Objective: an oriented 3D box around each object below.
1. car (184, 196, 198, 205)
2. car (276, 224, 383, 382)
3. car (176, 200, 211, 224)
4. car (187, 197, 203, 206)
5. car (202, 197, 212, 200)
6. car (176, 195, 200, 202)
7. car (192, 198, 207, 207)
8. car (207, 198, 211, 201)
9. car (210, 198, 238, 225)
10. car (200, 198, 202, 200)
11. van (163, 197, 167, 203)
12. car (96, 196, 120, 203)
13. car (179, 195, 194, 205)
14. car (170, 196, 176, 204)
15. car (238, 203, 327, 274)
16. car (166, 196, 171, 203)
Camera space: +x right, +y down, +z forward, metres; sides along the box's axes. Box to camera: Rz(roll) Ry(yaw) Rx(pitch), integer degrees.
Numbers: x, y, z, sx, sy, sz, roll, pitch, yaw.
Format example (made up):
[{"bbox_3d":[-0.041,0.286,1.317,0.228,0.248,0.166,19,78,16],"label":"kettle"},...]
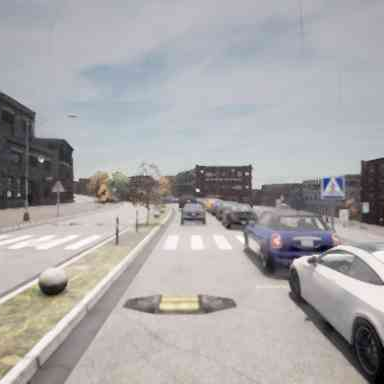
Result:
[{"bbox_3d":[-0.312,1.673,66.006,2.185,1.767,4.553,0,-1,-9],"label":"car"},{"bbox_3d":[2.997,1.522,5.301,2.002,1.452,4.674,0,0,0],"label":"car"},{"bbox_3d":[0.078,1.565,24.911,2.033,1.411,5.357,0,0,-1],"label":"car"},{"bbox_3d":[0.529,1.739,60.432,2.231,1.521,4.892,0,0,-7],"label":"car"},{"bbox_3d":[2.645,1.580,38.346,2.097,1.535,5.008,0,0,-2],"label":"car"},{"bbox_3d":[-0.622,1.354,42.963,2.150,2.045,5.566,0,0,-4],"label":"car"},{"bbox_3d":[1.218,1.739,55.054,2.002,1.452,4.674,0,0,-6],"label":"car"},{"bbox_3d":[2.877,1.581,32.803,2.002,1.452,4.674,0,0,-1],"label":"car"},{"bbox_3d":[2.989,1.508,27.256,2.231,1.521,4.892,0,0,0],"label":"car"},{"bbox_3d":[1.800,1.689,49.566,2.163,1.488,4.792,0,0,-5],"label":"car"},{"bbox_3d":[-6.126,2.205,93.250,1.878,1.987,4.442,0,-2,-14],"label":"van"},{"bbox_3d":[-22.081,2.148,89.057,5.566,2.045,2.435,0,-2,-15],"label":"car"},{"bbox_3d":[-1.250,1.629,71.539,2.435,2.045,5.566,0,-1,-10],"label":"car"},{"bbox_3d":[-3.473,2.149,82.351,2.002,1.452,4.674,0,-1,-12],"label":"car"},{"bbox_3d":[2.998,1.358,10.795,2.185,1.767,4.553,0,0,0],"label":"car"},{"bbox_3d":[-4.743,2.297,87.744,2.002,1.452,4.674,0,-2,-14],"label":"car"}]
